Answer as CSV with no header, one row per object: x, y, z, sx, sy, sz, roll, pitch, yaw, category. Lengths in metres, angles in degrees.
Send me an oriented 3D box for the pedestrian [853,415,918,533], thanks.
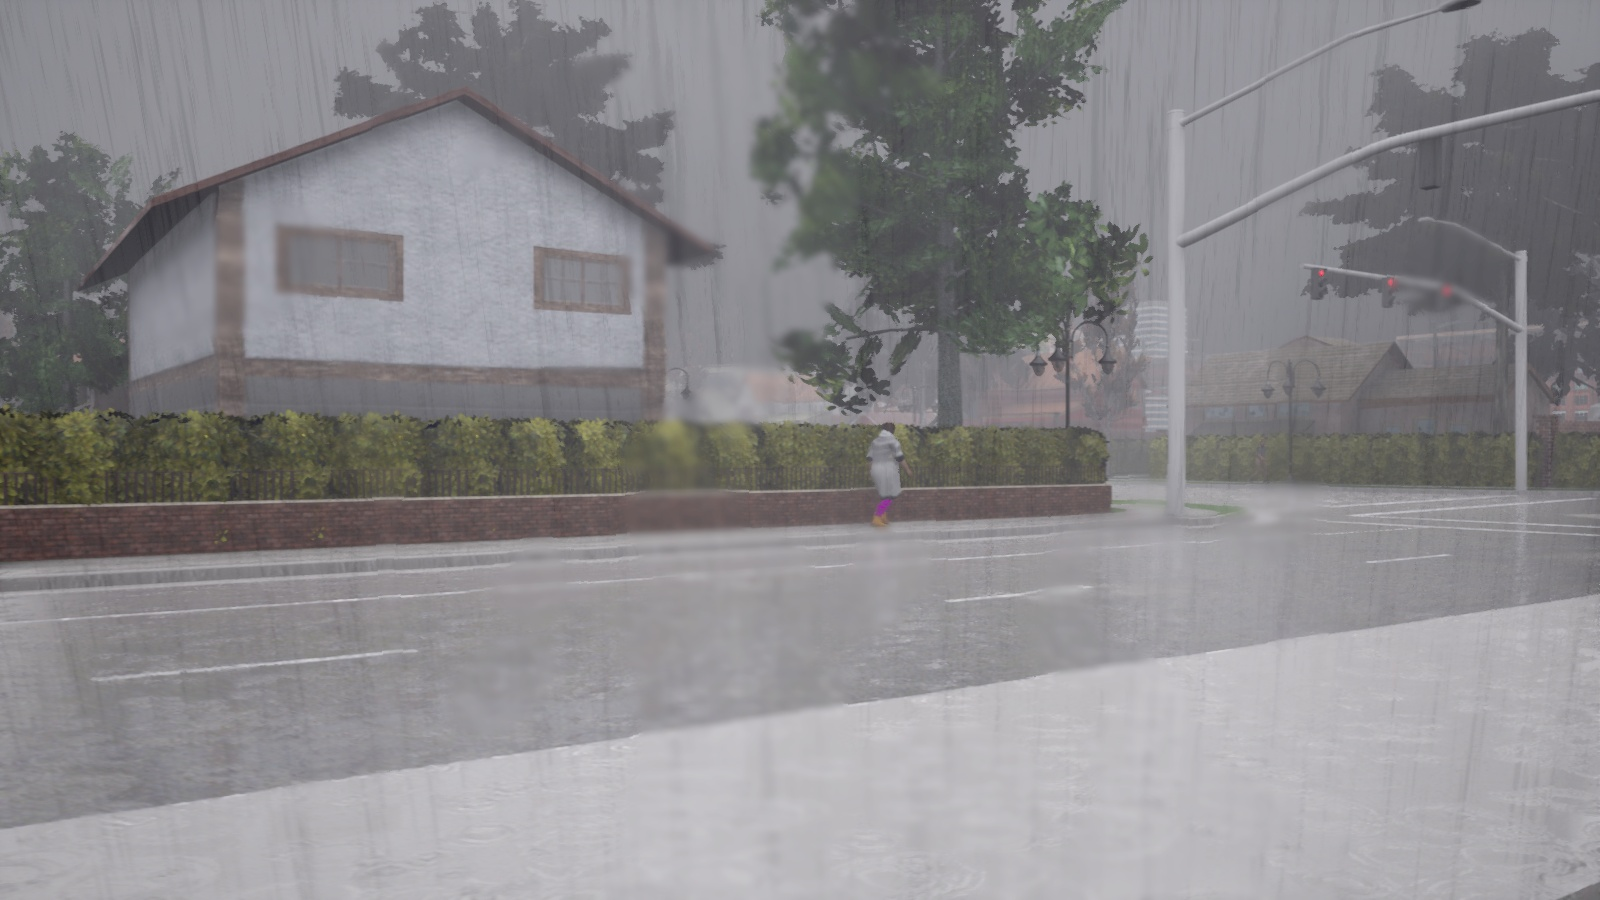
1.459,0.395,21.360,0.873,1.952,0.659,0,0,-36,pedestrian

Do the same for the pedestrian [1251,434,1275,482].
18.239,0.315,49.458,0.540,1.848,0.694,0,0,-34,pedestrian
